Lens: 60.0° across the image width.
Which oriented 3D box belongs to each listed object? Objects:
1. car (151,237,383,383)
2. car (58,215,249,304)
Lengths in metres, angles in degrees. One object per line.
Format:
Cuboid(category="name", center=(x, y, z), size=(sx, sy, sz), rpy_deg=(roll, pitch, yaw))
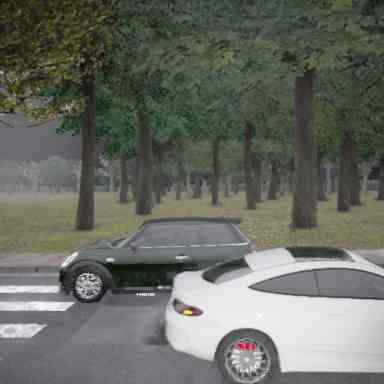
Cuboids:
Cuboid(category="car", center=(1.970, 1.521, 4.594), size=(4.674, 1.442, 1.812), rpy_deg=(-1, 0, 4))
Cuboid(category="car", center=(-0.667, 1.387, 7.739), size=(4.553, 1.767, 2.097), rpy_deg=(-1, 0, 4))
